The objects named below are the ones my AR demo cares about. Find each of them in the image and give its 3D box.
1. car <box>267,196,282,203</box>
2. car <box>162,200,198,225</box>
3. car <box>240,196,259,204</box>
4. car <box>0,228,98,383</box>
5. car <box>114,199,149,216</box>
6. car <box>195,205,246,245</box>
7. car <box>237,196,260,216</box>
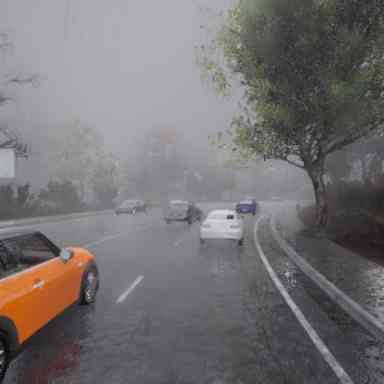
[{"bbox_3d":[17.771,1.556,71.353,1.994,1.385,4.181,0,0,36],"label":"car"},{"bbox_3d":[-0.520,1.545,24.141,2.033,1.411,5.357,0,0,13],"label":"car"},{"bbox_3d":[11.990,1.555,69.446,2.128,1.511,4.902,0,0,33],"label":"car"},{"bbox_3d":[-3.091,1.341,5.200,2.097,1.767,4.553,0,0,3],"label":"car"},{"bbox_3d":[-5.768,1.472,32.414,1.837,1.490,4.892,0,0,17],"label":"car"},{"bbox_3d":[1.455,1.533,15.518,1.812,1.442,4.674,0,0,8],"label":"car"},{"bbox_3d":[5.585,1.504,33.041,1.882,1.535,5.008,0,0,18],"label":"car"}]
